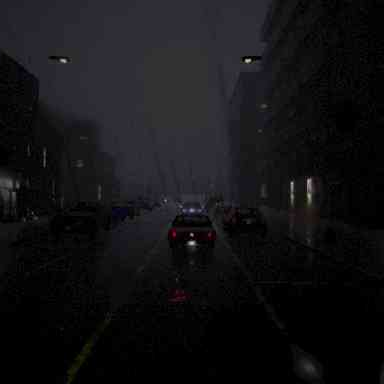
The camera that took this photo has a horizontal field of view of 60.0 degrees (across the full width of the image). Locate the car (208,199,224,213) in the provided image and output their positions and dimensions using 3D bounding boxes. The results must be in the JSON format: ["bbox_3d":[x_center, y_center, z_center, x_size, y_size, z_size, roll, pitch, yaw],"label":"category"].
[{"bbox_3d":[2.704,1.557,28.526,2.008,1.369,4.403,1,0,0],"label":"car"}]

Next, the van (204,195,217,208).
[{"bbox_3d":[2.708,1.352,50.155,1.690,1.788,3.998,1,0,0],"label":"van"}]

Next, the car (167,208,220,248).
[{"bbox_3d":[0.000,1.620,14.682,1.895,1.301,4.718,0,0,0],"label":"car"}]

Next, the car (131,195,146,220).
[{"bbox_3d":[-5.671,1.322,28.533,2.192,1.841,5.009,1,0,0],"label":"car"}]

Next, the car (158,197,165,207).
[{"bbox_3d":[-5.674,1.450,50.163,1.967,1.590,4.097,1,0,0],"label":"car"}]

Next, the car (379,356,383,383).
[{"bbox_3d":[2.706,1.438,1.490,1.967,1.590,4.097,1,0,0],"label":"car"}]

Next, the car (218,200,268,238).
[{"bbox_3d":[2.706,1.444,17.712,1.967,1.590,4.097,1,0,0],"label":"car"}]

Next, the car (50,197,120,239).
[{"bbox_3d":[-5.671,1.319,17.719,2.192,1.841,5.009,1,0,0],"label":"car"}]

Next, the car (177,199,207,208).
[{"bbox_3d":[0.000,1.571,29.655,2.033,1.411,5.357,0,0,0],"label":"car"}]

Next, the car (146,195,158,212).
[{"bbox_3d":[-5.672,1.324,39.348,2.192,1.841,5.009,1,0,0],"label":"car"}]

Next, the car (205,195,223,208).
[{"bbox_3d":[2.708,1.324,39.341,2.192,1.841,5.009,1,0,0],"label":"car"}]

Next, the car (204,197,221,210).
[{"bbox_3d":[2.706,1.450,44.748,1.967,1.590,4.097,1,0,0],"label":"car"}]

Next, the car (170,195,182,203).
[{"bbox_3d":[-3.000,1.535,68.661,2.128,1.511,4.902,0,0,0],"label":"car"}]

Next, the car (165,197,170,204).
[{"bbox_3d":[-5.677,1.563,60.976,2.008,1.369,4.403,1,0,0],"label":"car"}]

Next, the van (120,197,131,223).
[{"bbox_3d":[-5.672,1.346,23.126,1.690,1.788,3.998,1,0,0],"label":"van"}]
